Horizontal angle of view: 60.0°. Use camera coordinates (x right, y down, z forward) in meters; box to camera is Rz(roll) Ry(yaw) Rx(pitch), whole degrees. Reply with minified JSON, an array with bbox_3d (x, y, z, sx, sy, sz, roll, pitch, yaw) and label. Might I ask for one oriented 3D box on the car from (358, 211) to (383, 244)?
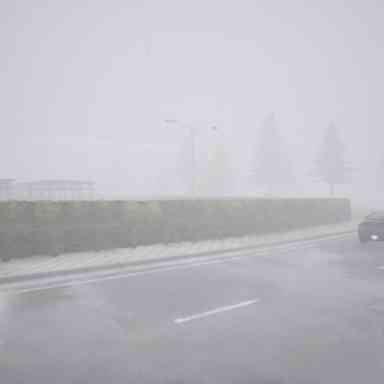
[{"bbox_3d":[9.346,1.619,15.227,4.892,1.490,1.837,0,0,-40],"label":"car"}]
